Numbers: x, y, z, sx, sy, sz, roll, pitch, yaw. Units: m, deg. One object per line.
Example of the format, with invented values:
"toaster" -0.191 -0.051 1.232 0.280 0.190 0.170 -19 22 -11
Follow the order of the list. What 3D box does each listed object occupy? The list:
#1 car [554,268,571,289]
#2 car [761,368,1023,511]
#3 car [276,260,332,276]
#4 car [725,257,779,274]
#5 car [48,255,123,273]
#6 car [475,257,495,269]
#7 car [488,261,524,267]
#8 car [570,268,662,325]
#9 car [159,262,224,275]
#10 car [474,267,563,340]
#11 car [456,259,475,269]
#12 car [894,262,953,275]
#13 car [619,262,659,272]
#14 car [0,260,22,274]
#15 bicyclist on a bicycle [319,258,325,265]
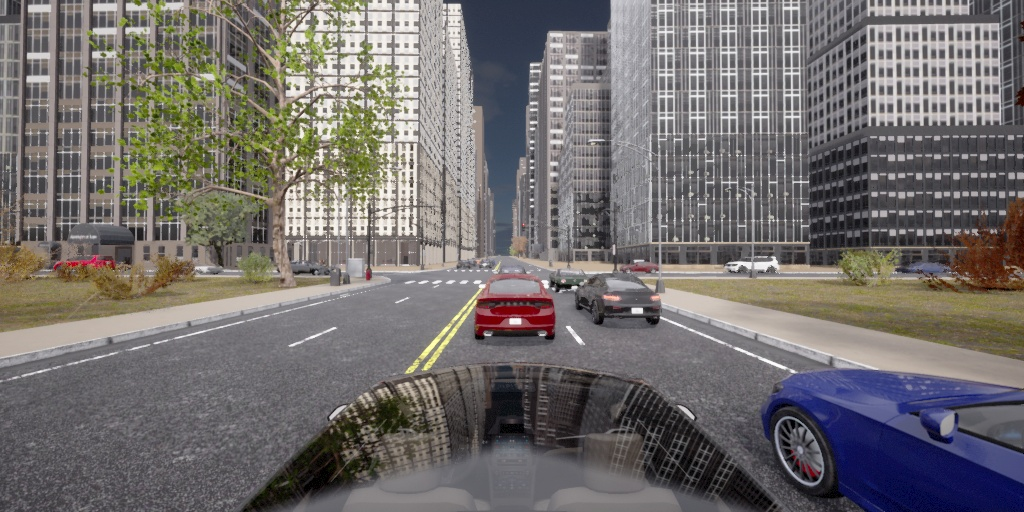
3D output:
"car" 3.250 1.352 20.914 1.895 1.301 4.718 0 0 0
"car" 3.344 1.276 1.518 1.812 1.442 4.674 0 0 -1
"car" -19.454 1.146 33.778 4.902 1.511 2.128 0 -1 1
"car" 28.158 1.081 42.114 5.566 2.045 2.150 0 -1 1
"car" -48.876 0.929 41.155 5.566 2.045 2.150 0 -1 2
"car" -4.182 1.222 57.185 2.128 1.511 4.902 0 0 0
"car" 0.006 1.243 19.536 2.128 1.511 4.902 0 0 0
"car" 3.294 1.277 11.756 1.812 1.442 4.674 0 0 0
"car" -30.332 1.240 34.044 4.718 1.301 1.895 0 -1 1
"car" 0.058 1.229 10.032 1.882 1.535 5.008 0 0 0
"car" -7.408 1.295 55.751 1.994 1.385 4.181 0 0 -1
"car" 47.799 1.426 41.616 5.357 1.411 2.033 0 -1 1
"car" 15.075 1.368 42.398 4.674 1.442 1.812 0 -1 2
"car" -51.200 1.210 34.622 4.718 1.301 1.895 0 -1 2
"bicyclist on a bicycle" -25.404 1.149 48.039 0.582 1.620 1.656 0 -1 1
